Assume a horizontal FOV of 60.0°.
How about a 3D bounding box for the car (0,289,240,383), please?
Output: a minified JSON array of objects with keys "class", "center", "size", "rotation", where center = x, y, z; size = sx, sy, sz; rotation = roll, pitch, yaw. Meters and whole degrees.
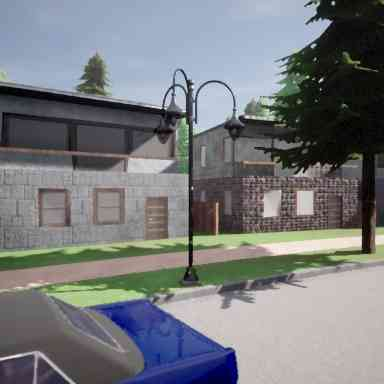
[{"class":"car","center":[-2.001,1.601,2.384],"size":[4.718,1.301,1.895],"rotation":[0,0,-34]}]
